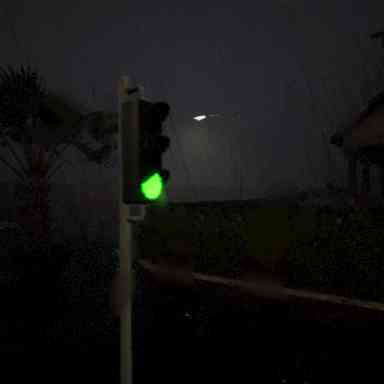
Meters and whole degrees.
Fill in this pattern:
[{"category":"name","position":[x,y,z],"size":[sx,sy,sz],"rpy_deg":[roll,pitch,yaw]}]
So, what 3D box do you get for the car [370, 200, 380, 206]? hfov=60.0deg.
[{"category":"car","position":[10.623,1.198,18.839],"size":[3.633,1.501,1.845],"rpy_deg":[-1,0,33]}]
